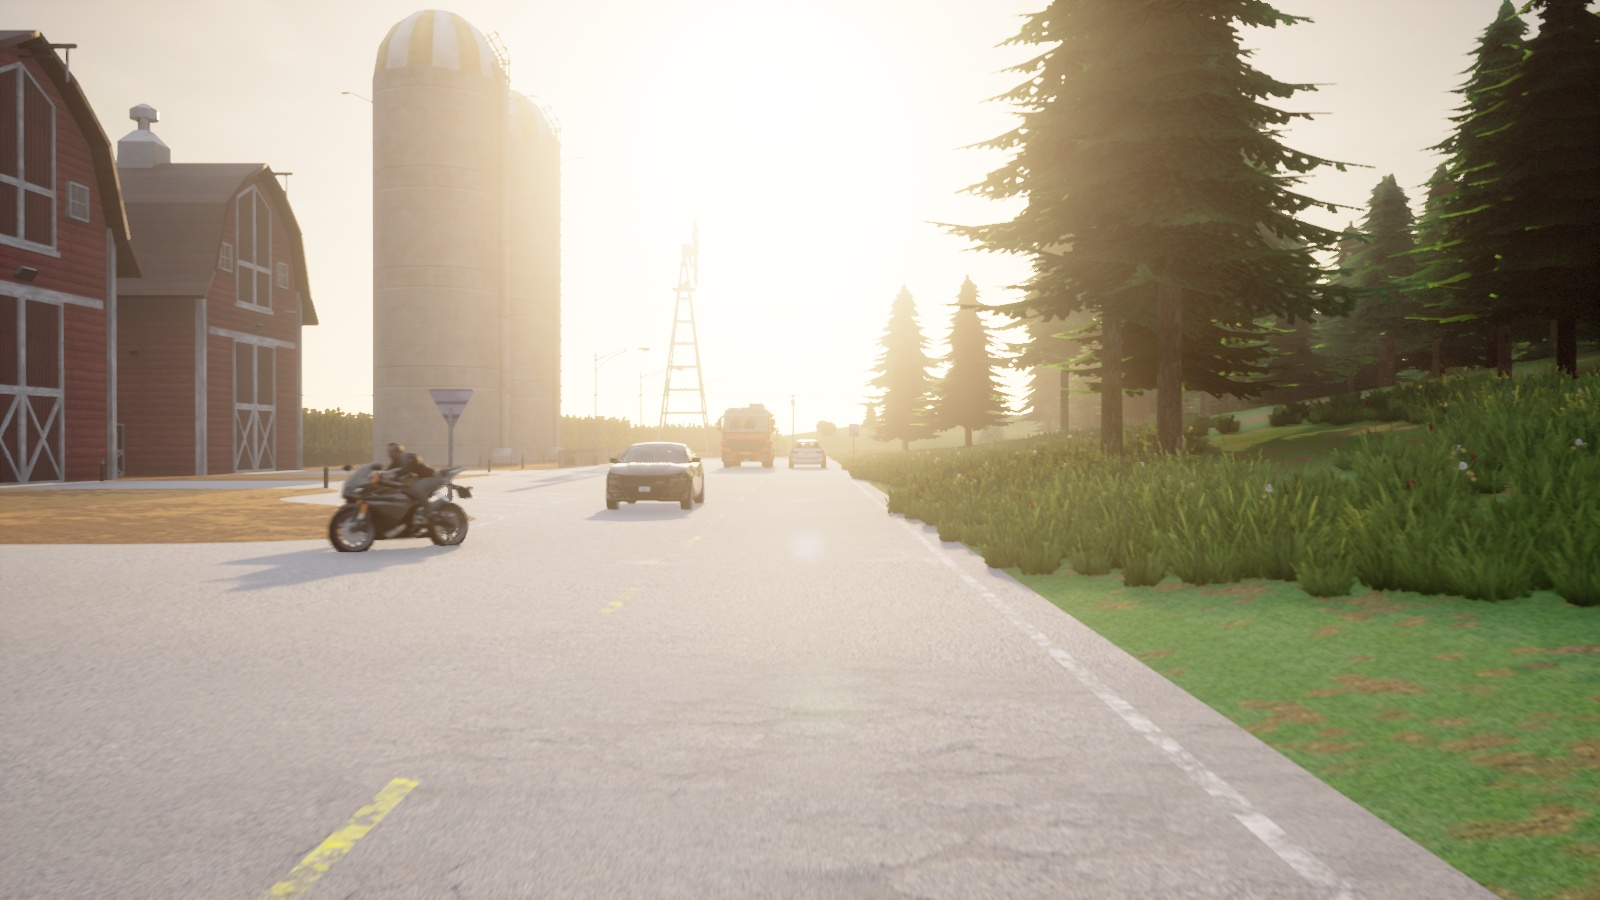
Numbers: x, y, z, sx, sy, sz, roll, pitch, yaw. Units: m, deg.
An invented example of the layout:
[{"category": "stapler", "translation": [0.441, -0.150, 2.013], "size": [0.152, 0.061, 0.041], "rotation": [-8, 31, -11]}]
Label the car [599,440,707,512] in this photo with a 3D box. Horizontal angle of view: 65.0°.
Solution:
[{"category": "car", "translation": [-3.318, 0.548, 29.251], "size": [1.882, 1.535, 5.008], "rotation": [0, 0, 0]}]

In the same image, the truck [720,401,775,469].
[{"category": "truck", "translation": [-3.056, -0.869, 75.410], "size": [2.891, 3.827, 8.468], "rotation": [0, 0, 0]}]

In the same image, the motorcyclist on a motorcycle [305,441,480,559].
[{"category": "motorcyclist on a motorcycle", "translation": [-5.615, 0.664, 17.415], "size": [0.866, 1.530, 2.191], "rotation": [-2, -1, 38]}]

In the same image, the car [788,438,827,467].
[{"category": "car", "translation": [0.441, 0.146, 74.955], "size": [2.242, 1.667, 4.611], "rotation": [0, 0, 0]}]
